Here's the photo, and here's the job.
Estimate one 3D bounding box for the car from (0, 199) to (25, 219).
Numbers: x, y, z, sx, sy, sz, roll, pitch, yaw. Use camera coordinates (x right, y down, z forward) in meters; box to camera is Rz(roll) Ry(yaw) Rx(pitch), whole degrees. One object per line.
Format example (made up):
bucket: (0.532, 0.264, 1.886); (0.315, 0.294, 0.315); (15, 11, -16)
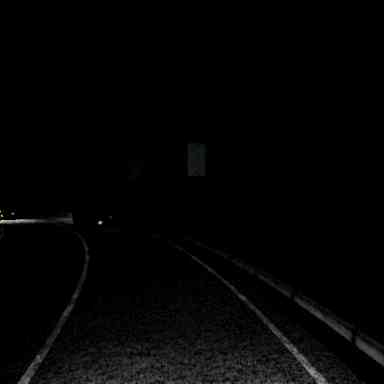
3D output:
car: (-15.411, 1.529, 27.595); (1.994, 1.385, 4.181); (1, 0, -43)

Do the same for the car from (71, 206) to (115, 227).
car: (-6.848, 1.603, 22.539); (1.895, 1.301, 4.718); (0, 0, -31)

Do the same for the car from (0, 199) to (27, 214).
car: (-20.046, 1.497, 36.013); (4.674, 1.442, 1.812); (0, -1, 35)
